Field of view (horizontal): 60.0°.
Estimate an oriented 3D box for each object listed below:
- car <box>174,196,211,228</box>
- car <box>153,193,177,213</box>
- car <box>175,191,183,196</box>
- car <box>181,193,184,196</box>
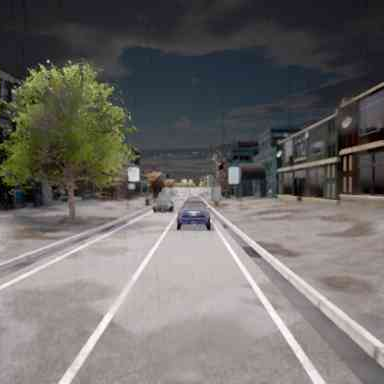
[{"bbox_3d":[0.100,1.365,22.170,2.097,1.767,4.553,0,0,0],"label":"car"},{"bbox_3d":[-3.090,1.321,36.733,2.097,1.767,4.553,0,0,0],"label":"car"},{"bbox_3d":[-2.999,0.763,77.310,2.150,2.045,5.566,0,1,0],"label":"car"},{"bbox_3d":[0.100,1.303,39.854,2.097,1.767,4.553,0,0,0],"label":"car"}]
